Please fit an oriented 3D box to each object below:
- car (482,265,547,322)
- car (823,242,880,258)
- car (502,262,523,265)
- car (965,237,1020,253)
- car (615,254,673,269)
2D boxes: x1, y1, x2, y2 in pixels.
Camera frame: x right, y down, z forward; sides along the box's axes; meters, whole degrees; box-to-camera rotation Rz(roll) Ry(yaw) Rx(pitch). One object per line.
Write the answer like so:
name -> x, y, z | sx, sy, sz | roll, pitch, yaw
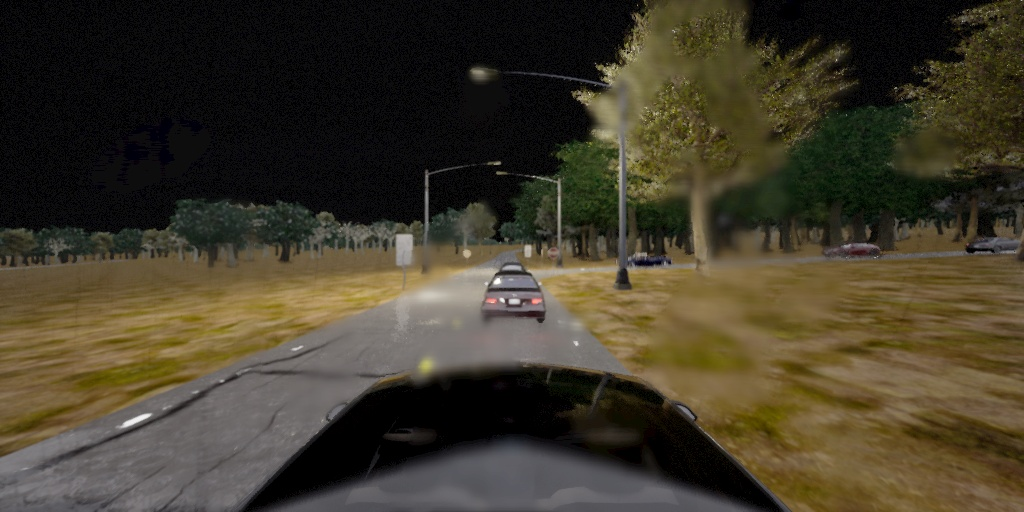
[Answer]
car -> 0.044, 1.202, 11.773 | 2.033, 1.411, 5.357 | 0, 0, 0
car -> 33.537, -0.598, 35.446 | 4.674, 1.442, 1.812 | -3, 1, 0
car -> 0.037, 1.090, 21.557 | 1.812, 1.442, 4.674 | 0, 1, 2
car -> 43.930, -1.005, 32.409 | 4.181, 1.385, 1.994 | -3, 1, -1
car -> 11.970, 0.478, 32.537 | 4.718, 1.301, 1.895 | -3, 1, 1
